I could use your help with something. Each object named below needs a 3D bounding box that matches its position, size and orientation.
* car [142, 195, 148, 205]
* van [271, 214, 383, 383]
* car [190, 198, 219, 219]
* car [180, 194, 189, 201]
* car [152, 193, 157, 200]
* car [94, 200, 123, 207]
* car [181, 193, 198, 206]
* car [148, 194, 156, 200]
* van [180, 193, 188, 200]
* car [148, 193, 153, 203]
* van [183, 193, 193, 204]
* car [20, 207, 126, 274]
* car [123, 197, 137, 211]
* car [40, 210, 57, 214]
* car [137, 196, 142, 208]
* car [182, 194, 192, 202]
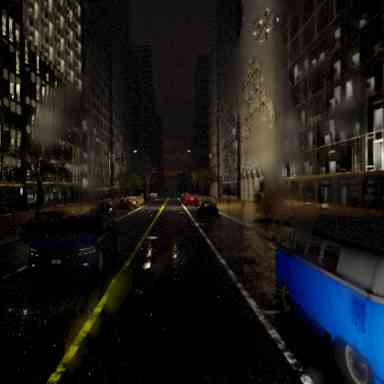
[{"bbox_3d":[-8.767,1.432,55.349,1.752,1.417,4.829,-1,0,-3],"label":"car"},{"bbox_3d":[2.471,1.302,4.919,1.690,1.788,3.998,-1,0,-3],"label":"van"},{"bbox_3d":[1.193,1.452,27.618,2.008,1.369,4.403,-1,0,-3],"label":"car"},{"bbox_3d":[-1.694,1.203,78.689,1.967,1.590,4.097,-1,0,-3],"label":"car"},{"bbox_3d":[-10.058,1.394,78.217,2.008,1.369,4.403,-1,0,-3],"label":"car"},{"bbox_3d":[-7.174,1.533,27.146,2.008,1.369,4.403,-1,0,-3],"label":"car"},{"bbox_3d":[-0.093,1.156,50.316,2.192,1.841,5.009,-1,0,-3],"label":"car"},{"bbox_3d":[-10.701,1.251,89.566,1.967,1.590,4.097,-1,0,-3],"label":"car"},{"bbox_3d":[-2.016,1.088,84.363,1.690,1.788,3.998,-1,0,-3],"label":"van"},{"bbox_3d":[-9.417,1.441,66.868,1.947,1.339,4.313,-1,0,-3],"label":"car"},{"bbox_3d":[-0.734,1.151,61.665,1.690,1.788,3.998,-1,0,-3],"label":"van"},{"bbox_3d":[-3.548,1.477,10.843,1.882,1.535,5.008,-1,0,-3],"label":"car"},{"bbox_3d":[-7.814,1.534,38.495,1.802,1.307,4.206,-1,0,-3],"label":"car"},{"bbox_3d":[-6.533,1.563,15.797,2.008,1.369,4.403,-1,0,-3],"label":"car"},{"bbox_3d":[-8.137,1.377,44.169,1.967,1.590,4.097,-1,0,-3],"label":"car"},{"bbox_3d":[-1.052,1.235,67.340,1.967,1.590,4.097,-1,0,-3],"label":"car"}]
